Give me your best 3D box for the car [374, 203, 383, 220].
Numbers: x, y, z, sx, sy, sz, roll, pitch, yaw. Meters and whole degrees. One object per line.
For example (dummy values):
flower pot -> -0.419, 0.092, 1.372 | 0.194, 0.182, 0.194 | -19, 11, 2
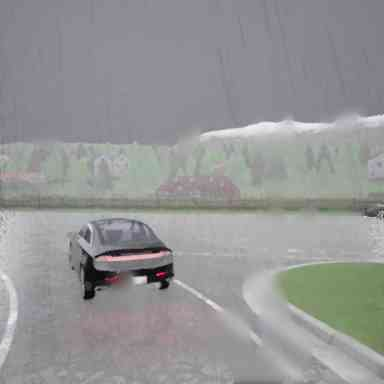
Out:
car -> 14.818, 1.273, 21.218 | 4.902, 1.511, 2.128 | 0, 0, 11

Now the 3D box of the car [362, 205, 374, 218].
car -> 15.363, 1.256, 24.679 | 4.892, 1.490, 1.837 | 0, 0, 11

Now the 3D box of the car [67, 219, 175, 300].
car -> -1.985, 1.426, 8.415 | 2.128, 1.511, 4.902 | 0, 1, -24
